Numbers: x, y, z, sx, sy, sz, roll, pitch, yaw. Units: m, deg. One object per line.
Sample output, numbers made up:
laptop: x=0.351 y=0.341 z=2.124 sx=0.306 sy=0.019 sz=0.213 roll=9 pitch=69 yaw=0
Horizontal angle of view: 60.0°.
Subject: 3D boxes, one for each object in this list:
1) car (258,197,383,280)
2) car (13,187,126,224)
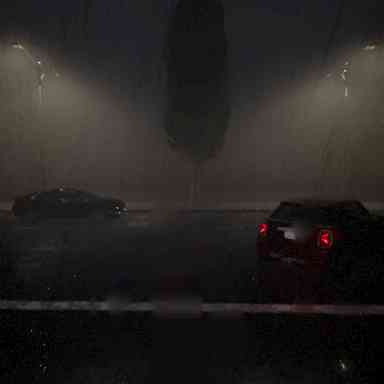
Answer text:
car: x=3.823 y=0.909 z=9.132 sx=4.553 sy=1.767 sz=2.097 roll=-4 pitch=7 yaw=-43
car: x=-5.499 y=0.559 z=15.181 sx=4.892 sy=1.490 sz=1.837 roll=0 pitch=5 yaw=0
